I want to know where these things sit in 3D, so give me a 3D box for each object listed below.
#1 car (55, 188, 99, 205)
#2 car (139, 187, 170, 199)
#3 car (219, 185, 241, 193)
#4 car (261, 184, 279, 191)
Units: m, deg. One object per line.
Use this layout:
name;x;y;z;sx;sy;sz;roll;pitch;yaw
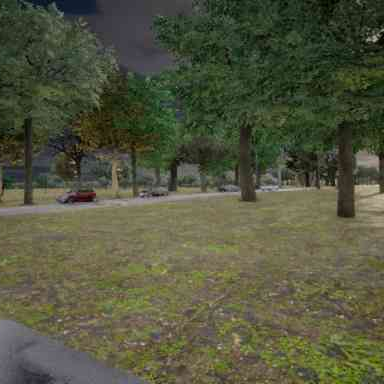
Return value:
car;-12.401;0.423;35.839;2.097;1.767;4.553;-1;2;38
car;-5.137;0.095;45.259;2.128;1.511;4.902;-1;2;38
car;7.031;-0.557;60.902;2.033;1.411;5.357;-1;2;38
car;15.494;-0.862;66.006;1.895;1.301;4.718;-1;2;37
